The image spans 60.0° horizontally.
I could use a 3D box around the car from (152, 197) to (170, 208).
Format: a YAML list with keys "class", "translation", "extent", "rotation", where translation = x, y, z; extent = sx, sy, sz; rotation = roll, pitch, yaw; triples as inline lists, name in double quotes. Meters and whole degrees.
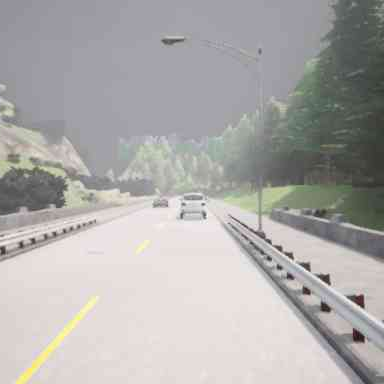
- class: "car"
  translation: [-4.055, 1.407, 44.104]
  extent: [1.994, 1.385, 4.181]
  rotation: [0, 0, 0]

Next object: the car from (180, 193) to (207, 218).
- class: "car"
  translation: [0.107, 1.117, 28.904]
  extent: [2.150, 2.045, 5.566]
  rotation: [0, 0, 0]

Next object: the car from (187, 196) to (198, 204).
- class: "car"
  translation: [0.111, 1.389, 59.599]
  extent: [1.895, 1.301, 4.718]
  rotation: [0, 0, 0]
